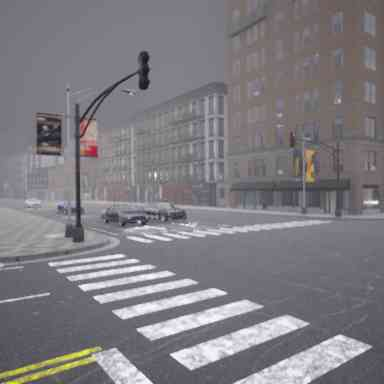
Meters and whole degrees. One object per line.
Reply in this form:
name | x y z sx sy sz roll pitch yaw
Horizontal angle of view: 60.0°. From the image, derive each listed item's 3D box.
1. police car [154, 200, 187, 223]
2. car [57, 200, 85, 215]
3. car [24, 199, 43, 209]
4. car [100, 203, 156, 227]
police car | -2.264 1.478 26.133 1.930 1.638 5.238 -1 0 -35
car | -13.015 1.616 35.572 1.882 1.535 5.008 -1 0 -35
car | -24.437 1.748 51.039 1.812 1.442 4.674 -1 0 -38
car | -5.015 1.632 24.260 2.033 1.411 5.357 -1 0 -35
